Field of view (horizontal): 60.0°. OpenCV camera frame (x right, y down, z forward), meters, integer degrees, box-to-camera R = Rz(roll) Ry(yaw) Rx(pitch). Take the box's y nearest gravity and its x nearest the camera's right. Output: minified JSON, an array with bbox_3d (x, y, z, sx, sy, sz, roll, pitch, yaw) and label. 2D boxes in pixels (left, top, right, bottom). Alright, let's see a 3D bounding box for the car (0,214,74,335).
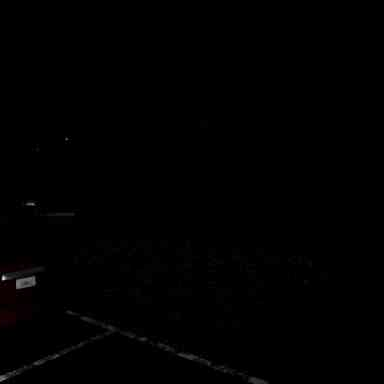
[{"bbox_3d":[-4.187,1.316,5.942,5.009,1.841,2.192,0,-1,36],"label":"car"}]
